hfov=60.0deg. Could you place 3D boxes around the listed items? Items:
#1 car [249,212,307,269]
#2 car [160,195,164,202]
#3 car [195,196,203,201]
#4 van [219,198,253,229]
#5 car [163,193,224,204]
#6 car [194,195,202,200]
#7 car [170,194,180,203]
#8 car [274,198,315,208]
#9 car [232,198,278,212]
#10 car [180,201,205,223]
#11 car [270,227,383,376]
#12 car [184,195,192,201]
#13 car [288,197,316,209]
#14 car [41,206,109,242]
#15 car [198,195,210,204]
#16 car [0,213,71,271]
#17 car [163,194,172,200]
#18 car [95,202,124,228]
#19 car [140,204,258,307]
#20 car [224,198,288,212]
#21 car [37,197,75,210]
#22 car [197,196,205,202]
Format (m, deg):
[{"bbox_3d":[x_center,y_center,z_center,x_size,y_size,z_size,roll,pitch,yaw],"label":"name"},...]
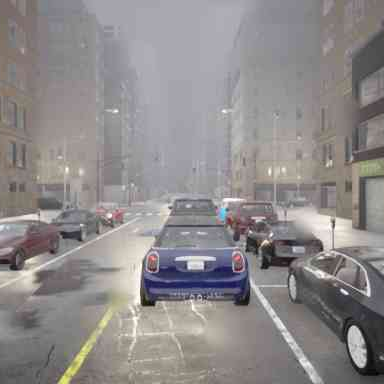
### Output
[{"bbox_3d":[2.826,1.564,10.892,1.947,1.339,4.313,0,0,0],"label":"car"},{"bbox_3d":[-6.453,1.467,76.927,1.967,1.590,4.097,0,0,-1],"label":"car"},{"bbox_3d":[1.783,1.625,88.437,1.802,1.307,4.206,0,0,-1],"label":"car"},{"bbox_3d":[2.789,1.338,21.939,1.690,1.788,3.998,0,0,0],"label":"van"},{"bbox_3d":[0.050,1.219,15.528,2.150,2.045,5.566,0,0,0],"label":"car"},{"bbox_3d":[1.639,1.605,94.089,1.887,1.381,4.507,0,0,-1],"label":"car"},{"bbox_3d":[-3.646,1.377,71.401,2.097,1.767,4.553,0,0,-1],"label":"car"},{"bbox_3d":[15.024,1.533,48.788,5.357,1.411,2.033,0,0,-1],"label":"car"},{"bbox_3d":[7.292,1.457,38.768,5.008,1.535,1.882,0,0,-1],"label":"car"},{"bbox_3d":[0.012,1.522,26.094,1.812,1.442,4.674,0,0,-1],"label":"car"},{"bbox_3d":[2.845,1.550,5.368,2.008,1.369,4.403,0,0,0],"label":"car"},{"bbox_3d":[-1.141,1.601,91.061,1.994,1.385,4.181,0,0,-1],"label":"car"},{"bbox_3d":[14.891,1.474,45.537,4.902,1.511,2.128,0,0,-1],"label":"car"},{"bbox_3d":[-5.718,1.564,16.380,1.947,1.339,4.313,0,0,0],"label":"car"},{"bbox_3d":[2.356,1.457,65.828,1.967,1.590,4.097,0,0,-1],"label":"car"},{"bbox_3d":[-5.700,1.580,10.855,1.802,1.307,4.206,0,0,0],"label":"car"},{"bbox_3d":[-6.884,1.375,93.887,2.192,1.841,5.009,0,0,-1],"label":"car"},{"bbox_3d":[-5.737,1.437,21.905,1.967,1.590,4.097,0,0,0],"label":"car"},{"bbox_3d":[0.027,1.351,8.156,2.097,1.767,4.553,0,0,-1],"label":"car"},{"bbox_3d":[2.808,1.313,16.416,2.192,1.841,5.009,0,0,0],"label":"car"},{"bbox_3d":[-15.864,1.357,38.556,4.553,1.767,2.097,0,0,0],"label":"car"},{"bbox_3d":[2.070,1.609,77.134,1.802,1.307,4.206,0,0,-1],"label":"car"}]
